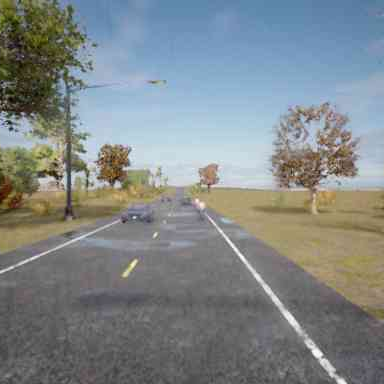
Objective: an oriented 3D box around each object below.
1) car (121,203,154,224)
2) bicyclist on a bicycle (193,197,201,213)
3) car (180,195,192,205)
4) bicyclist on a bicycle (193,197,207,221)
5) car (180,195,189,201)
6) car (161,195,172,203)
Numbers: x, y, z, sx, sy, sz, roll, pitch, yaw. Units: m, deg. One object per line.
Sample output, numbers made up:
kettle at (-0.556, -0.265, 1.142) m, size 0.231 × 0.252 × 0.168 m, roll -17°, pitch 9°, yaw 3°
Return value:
car at (-3.843, 1.493, 24.114) m, size 1.994 × 1.385 × 4.181 m, roll 0°, pitch 0°, yaw -1°
bicyclist on a bicycle at (0.511, 1.331, 34.885) m, size 0.866 × 1.612 × 1.509 m, roll 0°, pitch 0°, yaw -2°
car at (-1.044, 1.323, 55.370) m, size 2.128 × 1.511 × 4.902 m, roll 0°, pitch 0°, yaw -2°
bicyclist on a bicycle at (0.731, 1.361, 24.862) m, size 0.866 × 1.612 × 1.509 m, roll 0°, pitch 0°, yaw -1°
car at (-1.773, 1.320, 74.379) m, size 1.994 × 1.385 × 4.181 m, roll 0°, pitch 0°, yaw -2°
car at (-4.966, 1.301, 64.940) m, size 1.837 × 1.490 × 4.892 m, roll 0°, pitch 1°, yaw -2°
